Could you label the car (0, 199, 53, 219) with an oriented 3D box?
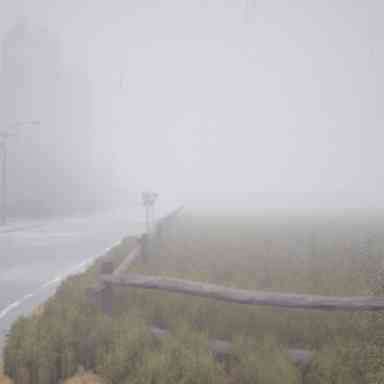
[{"bbox_3d":[-17.535,1.747,34.875,5.566,2.045,2.150,0,-1,0],"label":"car"}]
